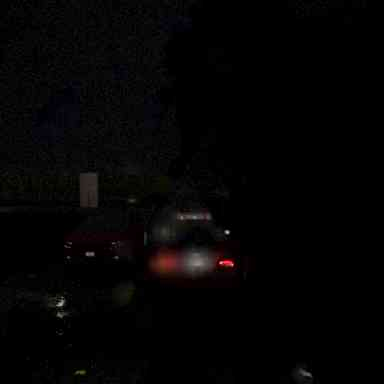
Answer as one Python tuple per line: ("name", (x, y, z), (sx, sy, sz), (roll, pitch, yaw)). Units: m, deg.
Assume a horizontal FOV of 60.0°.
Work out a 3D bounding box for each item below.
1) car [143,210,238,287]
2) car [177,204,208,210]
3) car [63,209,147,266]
("car", (0.120, 1.466, 9.201), (2.033, 1.411, 5.357), (0, 1, 0))
("car", (0.036, 1.401, 20.422), (1.895, 1.301, 4.718), (0, 1, -2))
("car", (-2.726, 1.374, 11.396), (1.882, 1.535, 5.008), (0, 1, 0))
